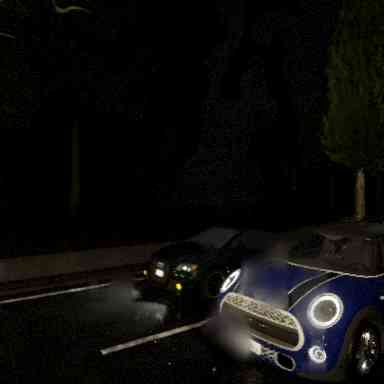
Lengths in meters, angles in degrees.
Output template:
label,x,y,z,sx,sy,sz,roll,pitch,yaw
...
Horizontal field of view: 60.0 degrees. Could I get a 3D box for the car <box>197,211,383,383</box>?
label,x,y,z,sx,sy,sz,roll,pitch,yaw
car,2.578,1.351,5.537,4.553,1.767,2.097,0,0,-36

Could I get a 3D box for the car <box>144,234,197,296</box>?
label,x,y,z,sx,sy,sz,roll,pitch,yaw
car,0.923,1.566,8.352,4.181,1.385,1.994,0,0,-36
